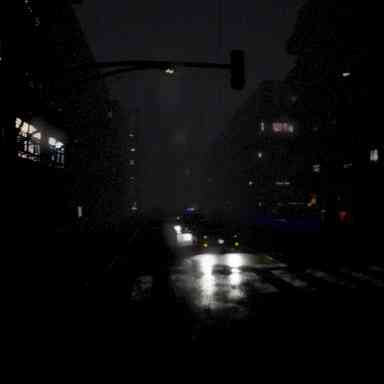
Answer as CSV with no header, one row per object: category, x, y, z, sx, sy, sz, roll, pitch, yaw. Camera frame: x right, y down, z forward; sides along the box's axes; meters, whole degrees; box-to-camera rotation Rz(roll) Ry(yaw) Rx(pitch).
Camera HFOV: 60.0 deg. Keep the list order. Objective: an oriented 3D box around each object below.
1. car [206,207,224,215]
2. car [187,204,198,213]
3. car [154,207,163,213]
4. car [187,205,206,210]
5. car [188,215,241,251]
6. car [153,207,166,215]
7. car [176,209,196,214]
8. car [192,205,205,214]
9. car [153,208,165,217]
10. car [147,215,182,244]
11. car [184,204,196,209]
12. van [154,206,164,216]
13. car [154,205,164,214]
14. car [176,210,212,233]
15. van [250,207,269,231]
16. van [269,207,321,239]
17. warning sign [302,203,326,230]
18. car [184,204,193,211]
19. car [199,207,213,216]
car,3.632,3.131,48.745,1.802,1.307,4.206,-2,-2,-6
car,0.166,4.051,82.167,2.192,1.841,5.009,-2,-2,-6
car,-8.169,4.445,81.320,2.008,1.369,4.403,-2,-2,-6
car,0.940,3.131,49.671,2.128,1.511,4.902,-1,-2,-6
car,1.110,2.114,16.914,1.994,1.385,4.181,-1,-2,-6
car,-4.672,3.289,47.910,1.802,1.307,4.206,-2,-2,-6
car,-0.932,2.855,36.779,1.895,1.301,4.718,-1,-2,-6
car,1.318,3.655,71.029,2.192,1.841,5.009,-2,-2,-6
car,-5.825,3.653,59.048,2.008,1.369,4.403,-2,-2,-6
car,-1.792,2.301,20.064,1.802,1.307,4.206,-2,-2,-6
car,-0.106,3.219,59.717,2.150,2.045,5.566,-1,-2,-6
van,-6.409,3.641,64.623,1.690,1.788,3.998,-2,-2,-6
car,-7.584,4.011,75.760,2.192,1.841,5.009,-2,-2,-6
car,0.089,2.464,26.811,1.994,1.385,4.181,-1,-2,-6
van,5.927,2.100,26.477,1.690,1.788,3.998,-2,-2,-6
van,6.503,1.902,20.907,1.690,1.788,3.998,-2,-2,-6
warning sign,8.636,1.718,23.587,1.300,1.860,1.060,0,-1,-6
car,-0.986,4.447,93.305,2.192,1.841,5.009,-2,-2,-6
car,2.460,3.476,60.054,1.752,1.417,4.829,-2,-2,-6
